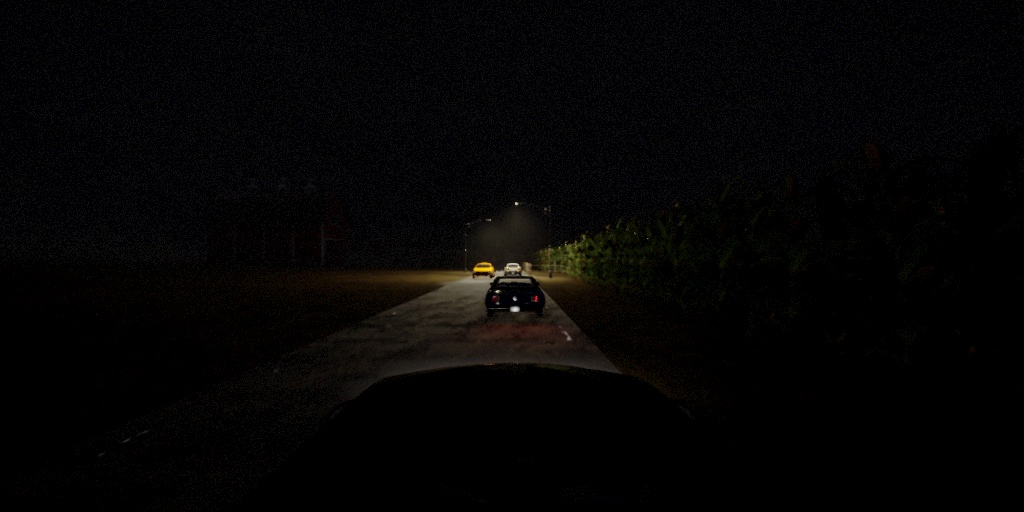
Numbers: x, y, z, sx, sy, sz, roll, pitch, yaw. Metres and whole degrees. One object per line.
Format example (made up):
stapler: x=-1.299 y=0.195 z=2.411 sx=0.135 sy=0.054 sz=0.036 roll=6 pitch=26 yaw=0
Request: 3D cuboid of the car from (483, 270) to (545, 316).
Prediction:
car: x=0.099 y=1.373 z=13.375 sx=1.895 sy=1.301 sz=4.718 roll=0 pitch=0 yaw=0

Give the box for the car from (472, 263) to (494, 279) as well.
car: x=-2.754 y=1.437 z=35.239 sx=1.882 sy=1.535 sz=5.008 roll=0 pitch=-1 yaw=0

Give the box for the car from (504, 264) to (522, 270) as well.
car: x=0.104 y=1.525 z=38.699 sx=1.812 sy=1.442 sz=4.674 roll=0 pitch=-1 yaw=0
